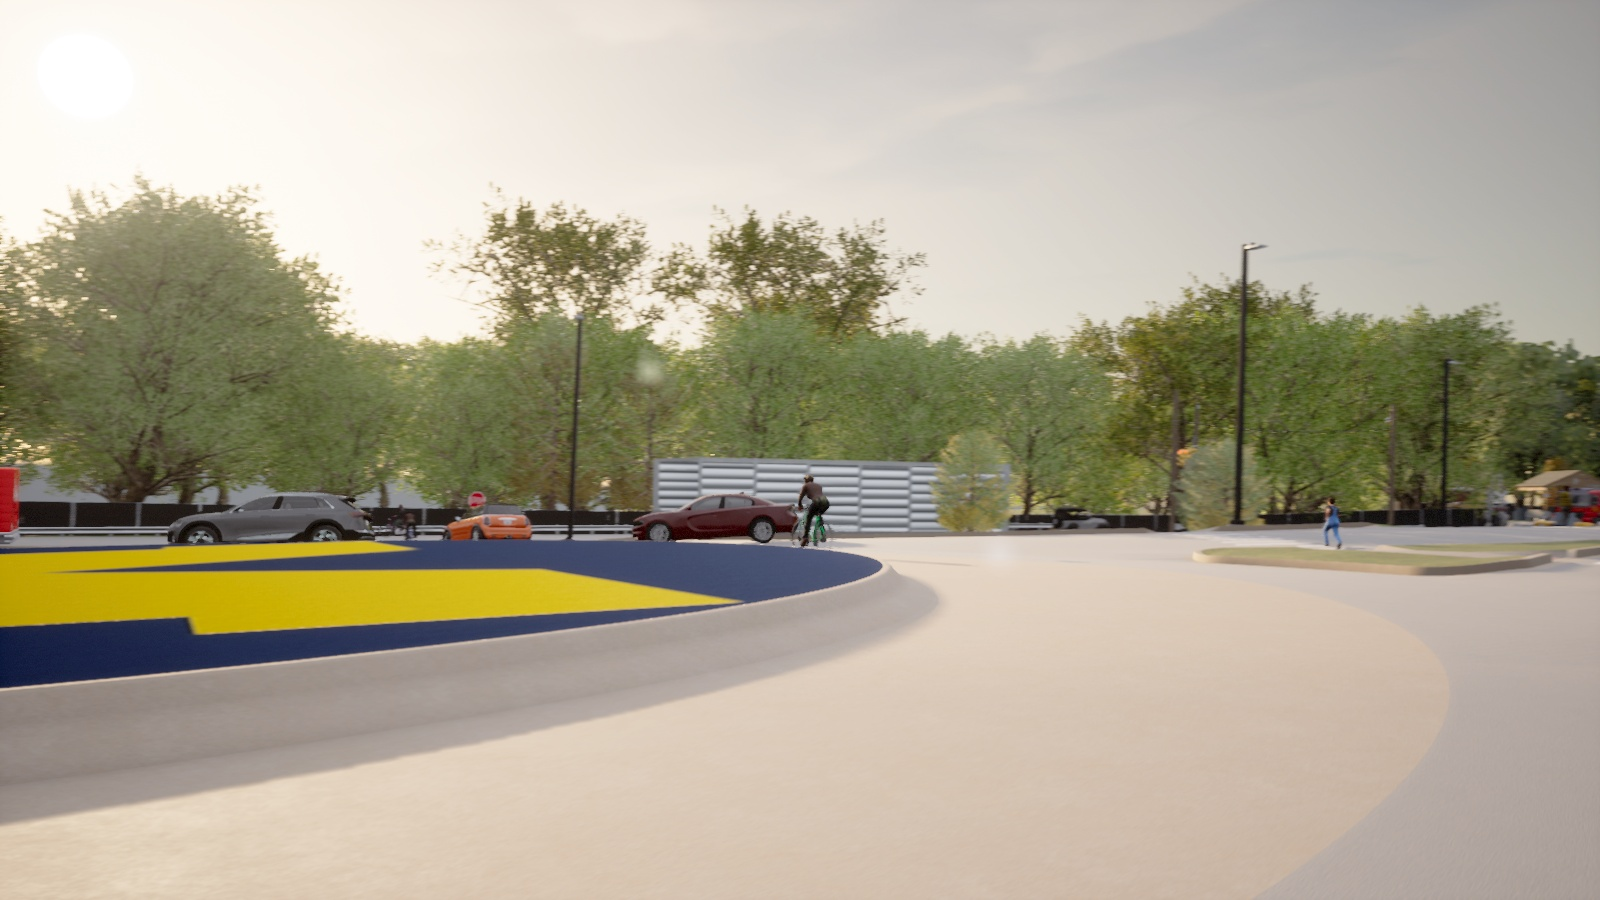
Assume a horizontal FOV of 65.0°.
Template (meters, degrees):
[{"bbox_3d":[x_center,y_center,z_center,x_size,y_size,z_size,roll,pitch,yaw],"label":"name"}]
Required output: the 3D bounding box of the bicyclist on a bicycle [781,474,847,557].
[{"bbox_3d":[0.275,1.318,25.177,0.582,1.620,1.656,2,-4,-28],"label":"bicyclist on a bicycle"}]

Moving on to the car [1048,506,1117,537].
[{"bbox_3d":[17.883,4.515,79.476,3.866,1.878,1.905,1,-1,-23],"label":"car"}]

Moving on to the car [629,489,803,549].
[{"bbox_3d":[-2.457,2.084,37.678,5.008,1.535,1.882,-3,-4,1],"label":"car"}]

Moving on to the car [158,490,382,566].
[{"bbox_3d":[-13.277,1.989,31.774,4.856,1.649,2.033,0,-9,-11],"label":"car"}]

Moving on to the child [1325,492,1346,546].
[{"bbox_3d":[12.815,1.649,30.070,0.270,1.263,0.437,2,-2,-1],"label":"child"}]

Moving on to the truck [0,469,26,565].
[{"bbox_3d":[-23.517,1.709,32.947,5.204,2.467,2.627,2,-1,-27],"label":"truck"}]

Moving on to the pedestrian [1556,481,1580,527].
[{"bbox_3d":[31.054,2.173,50.781,0.709,1.840,0.431,3,-2,-13],"label":"pedestrian"}]

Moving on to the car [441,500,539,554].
[{"bbox_3d":[-11.951,3.007,48.214,2.097,1.767,4.553,3,-8,-35],"label":"car"}]
